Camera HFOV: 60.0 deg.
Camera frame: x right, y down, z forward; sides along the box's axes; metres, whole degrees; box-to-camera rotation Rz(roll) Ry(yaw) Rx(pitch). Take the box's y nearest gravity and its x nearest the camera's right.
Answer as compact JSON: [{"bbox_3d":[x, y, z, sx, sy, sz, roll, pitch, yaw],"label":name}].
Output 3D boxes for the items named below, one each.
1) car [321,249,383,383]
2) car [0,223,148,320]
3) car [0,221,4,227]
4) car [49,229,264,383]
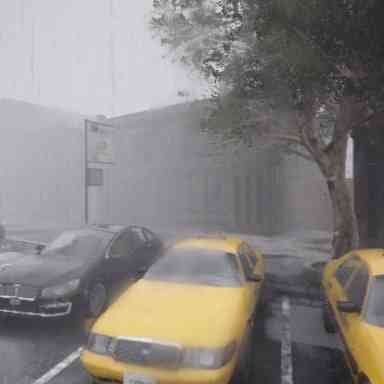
[{"bbox_3d":[2.679,1.481,3.962,1.946,1.575,5.366,0,-1,15],"label":"car"},{"bbox_3d":[-2.154,1.512,7.632,2.231,1.521,4.892,0,-1,16],"label":"car"},{"bbox_3d":[-9.476,1.589,12.866,2.002,1.452,4.674,0,-1,16],"label":"car"},{"bbox_3d":[0.235,1.493,5.704,1.946,1.575,5.366,0,-1,16],"label":"car"}]
